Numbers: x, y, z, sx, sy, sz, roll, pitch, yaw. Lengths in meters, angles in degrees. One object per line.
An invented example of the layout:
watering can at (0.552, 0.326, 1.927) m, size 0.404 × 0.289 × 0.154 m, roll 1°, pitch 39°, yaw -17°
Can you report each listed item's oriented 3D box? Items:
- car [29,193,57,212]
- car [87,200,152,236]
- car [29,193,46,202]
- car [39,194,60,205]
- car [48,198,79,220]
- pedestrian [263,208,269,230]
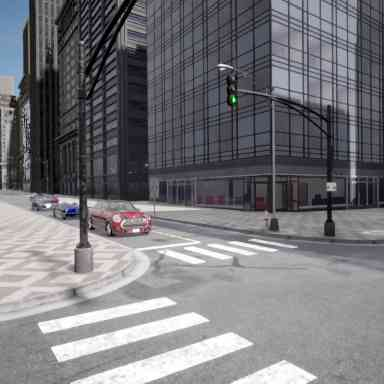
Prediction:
car at (-15.446, 1.179, 34.668) m, size 2.128 × 1.511 × 4.902 m, roll -1°, pitch 1°, yaw -34°
car at (-3.931, 1.234, 17.708) m, size 2.097 × 1.767 × 4.553 m, roll -1°, pitch 1°, yaw -34°
car at (-26.145, 0.885, 56.046) m, size 1.837 × 1.490 × 4.892 m, roll -1°, pitch 1°, yaw -34°
car at (-20.585, 1.064, 47.886) m, size 1.994 × 1.385 × 4.181 m, roll -1°, pitch 1°, yaw -34°
car at (-9.616, 1.390, 26.083) m, size 1.895 × 1.301 × 4.718 m, roll -1°, pitch 1°, yaw -34°
pedestrian at (3.894, 1.374, 17.302) m, size 0.500 × 1.100 × 0.500 m, roll 0°, pitch 0°, yaw -34°
